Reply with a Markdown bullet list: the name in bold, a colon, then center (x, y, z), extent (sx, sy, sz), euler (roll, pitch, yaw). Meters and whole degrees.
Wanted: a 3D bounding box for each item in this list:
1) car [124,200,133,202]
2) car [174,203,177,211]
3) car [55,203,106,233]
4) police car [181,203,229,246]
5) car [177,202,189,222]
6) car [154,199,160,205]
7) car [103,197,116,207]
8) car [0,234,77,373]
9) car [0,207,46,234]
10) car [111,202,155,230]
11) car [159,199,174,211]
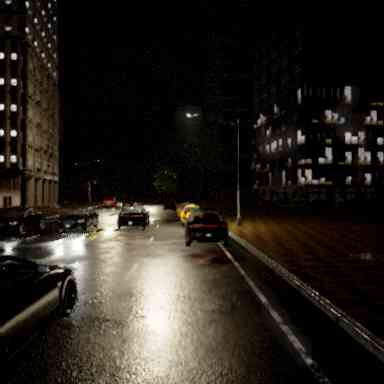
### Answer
- **car**: center (-12.120, 2.182, 62.761), extent (1.812, 1.442, 4.674), euler (0, -1, -9)
- **car**: center (-0.531, 1.785, 32.616), extent (1.801, 1.575, 5.366), euler (0, -1, -5)
- **car**: center (-7.337, 1.717, 21.663), extent (2.128, 1.511, 4.902), euler (0, -1, -4)
- **police car**: center (0.581, 1.589, 16.322), extent (1.930, 1.638, 5.238), euler (0, -1, -3)
- **car**: center (-0.033, 1.723, 26.542), extent (1.801, 1.575, 5.366), euler (0, -1, -4)
- **car**: center (-7.018, 2.135, 71.489), extent (1.812, 1.442, 4.674), euler (0, -1, -11)
- **car**: center (-15.217, 1.873, 61.638), extent (2.150, 2.045, 5.566), euler (0, -1, -9)
- **car**: center (-3.239, 1.618, 4.936), extent (1.994, 1.385, 4.181), euler (0, -1, -1)
- **car**: center (-10.505, 1.706, 20.150), extent (2.128, 1.511, 4.902), euler (0, -1, -3)
- **car**: center (-3.965, 1.727, 22.992), extent (2.128, 1.511, 4.902), euler (0, -1, -3)
- **car**: center (-3.353, 2.054, 49.507), extent (2.033, 1.411, 5.357), euler (0, -1, -8)
